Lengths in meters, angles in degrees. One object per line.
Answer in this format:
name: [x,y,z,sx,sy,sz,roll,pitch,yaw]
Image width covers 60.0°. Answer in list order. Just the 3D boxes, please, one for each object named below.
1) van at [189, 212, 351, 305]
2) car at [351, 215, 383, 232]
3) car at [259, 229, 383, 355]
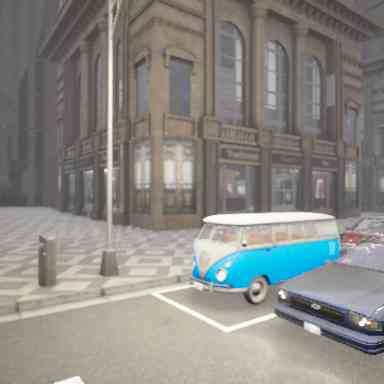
van: [1.850,1.399,7.963,3.998,1.788,1.690,0,0,-35]
car: [6.284,1.530,11.114,4.097,1.590,1.967,0,0,-35]
car: [4.006,1.596,6.195,5.357,1.411,2.033,0,-1,-31]
